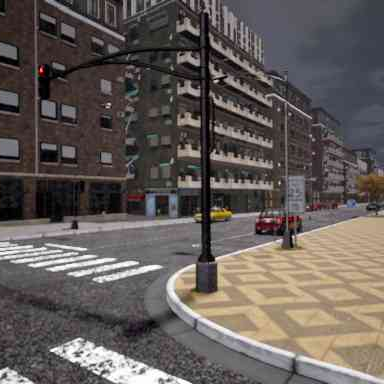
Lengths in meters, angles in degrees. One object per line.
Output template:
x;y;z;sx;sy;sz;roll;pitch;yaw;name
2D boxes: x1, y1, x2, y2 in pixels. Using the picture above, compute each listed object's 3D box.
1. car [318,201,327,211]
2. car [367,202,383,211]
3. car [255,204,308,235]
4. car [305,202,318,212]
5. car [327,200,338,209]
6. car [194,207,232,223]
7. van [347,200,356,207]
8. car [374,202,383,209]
21.632;2.599;58.298;1.887;1.381;4.507;-2;-2;35;car
31.685;2.606;58.118;1.947;1.339;4.313;-2;-2;35;car
5.600;1.771;21.212;1.967;1.590;4.097;-2;-2;35;car
18.371;2.406;53.688;1.967;1.590;4.097;-2;-2;35;car
28.150;2.547;67.532;2.192;1.841;5.009;-2;-2;35;car
1.972;2.045;30.478;1.752;1.417;4.829;-2;-2;35;car
41.156;2.929;86.011;1.690;1.788;3.998;-2;-2;35;van
38.205;2.769;67.345;2.008;1.369;4.403;-2;-2;35;car
